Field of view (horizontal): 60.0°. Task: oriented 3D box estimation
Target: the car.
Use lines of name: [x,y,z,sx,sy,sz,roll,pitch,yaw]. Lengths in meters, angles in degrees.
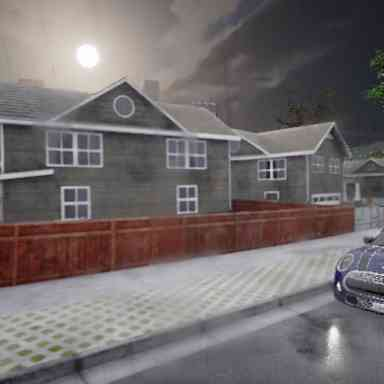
car: [4.958,1.384,7.068,4.553,1.767,2.097,0,0,-39]
